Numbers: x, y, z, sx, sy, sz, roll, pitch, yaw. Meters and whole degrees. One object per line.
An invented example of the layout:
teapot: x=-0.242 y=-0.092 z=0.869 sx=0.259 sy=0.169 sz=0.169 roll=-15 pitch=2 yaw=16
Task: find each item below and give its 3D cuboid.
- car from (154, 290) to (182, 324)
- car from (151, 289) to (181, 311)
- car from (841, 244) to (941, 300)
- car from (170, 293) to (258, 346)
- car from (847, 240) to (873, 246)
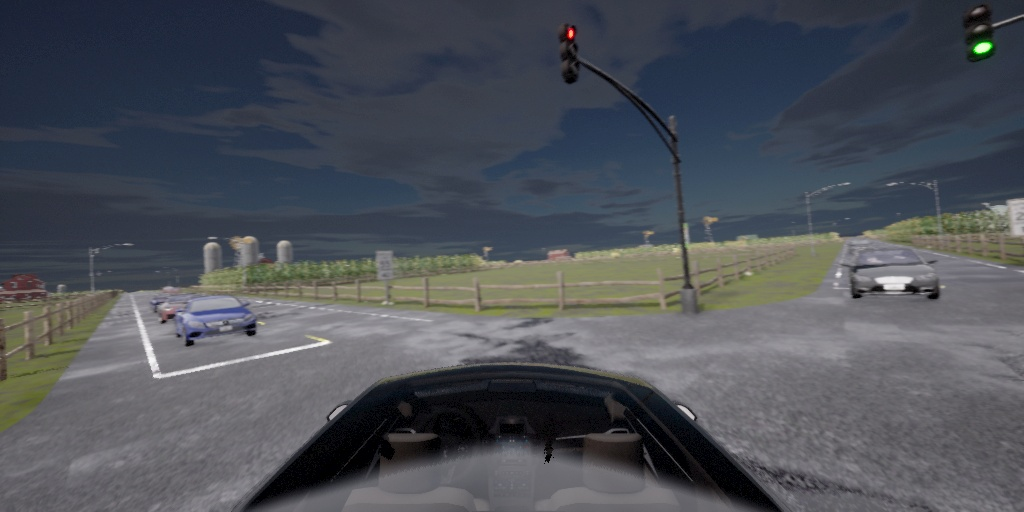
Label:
car: x=-17.947 y=2.772 z=19.641 sx=4.181 sy=1.385 sz=1.994 roll=-5 pitch=-1 yaw=43
car: x=-25.663 y=3.437 z=26.879 sx=4.718 sy=1.301 sz=1.895 roll=-5 pitch=-1 yaw=43
car: x=12.363 y=0.504 z=11.848 sx=2.128 sy=1.511 sz=4.902 roll=-6 pitch=-2 yaw=43
car: x=-10.630 y=2.140 z=12.776 sx=4.674 sy=1.442 sz=1.812 roll=-5 pitch=-1 yaw=43
car: x=37.026 y=-0.997 z=38.115 sx=1.812 sy=1.442 sz=4.674 roll=-6 pitch=-2 yaw=43
